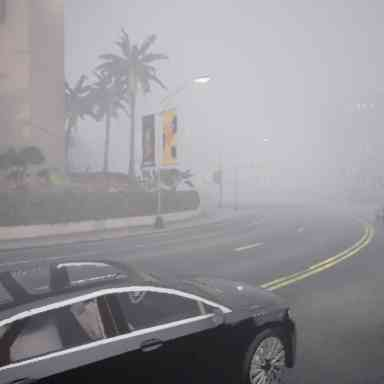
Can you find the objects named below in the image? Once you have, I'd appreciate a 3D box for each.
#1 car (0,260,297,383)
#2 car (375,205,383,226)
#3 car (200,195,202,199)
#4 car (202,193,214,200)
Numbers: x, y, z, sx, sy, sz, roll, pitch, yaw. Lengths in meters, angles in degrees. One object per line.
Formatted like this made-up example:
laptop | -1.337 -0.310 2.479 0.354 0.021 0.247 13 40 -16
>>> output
car | -0.902 1.491 3.385 4.902 1.511 2.128 0 0 -38
car | 13.346 1.490 21.997 1.895 1.301 4.718 0 0 22
car | 4.106 1.176 90.656 2.185 1.767 4.553 0 0 -3
car | 4.546 1.310 84.245 2.097 1.535 5.008 0 0 -3
